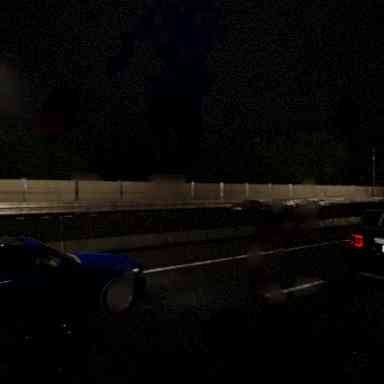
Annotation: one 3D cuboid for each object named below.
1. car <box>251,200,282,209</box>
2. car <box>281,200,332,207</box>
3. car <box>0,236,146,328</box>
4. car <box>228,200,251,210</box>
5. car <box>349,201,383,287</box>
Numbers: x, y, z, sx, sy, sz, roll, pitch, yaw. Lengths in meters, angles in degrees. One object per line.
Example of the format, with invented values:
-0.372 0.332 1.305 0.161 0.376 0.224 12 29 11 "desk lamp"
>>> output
8.300 1.492 31.402 4.902 1.511 2.128 0 0 -35 "car"
10.351 1.492 28.566 4.902 1.511 2.128 0 0 -35 "car"
-3.090 1.526 5.841 4.674 1.442 1.812 0 0 -35 "car"
5.800 1.526 33.918 4.674 1.442 1.812 0 0 -35 "car"
6.092 1.222 8.090 5.566 2.045 2.150 0 0 -35 "car"
